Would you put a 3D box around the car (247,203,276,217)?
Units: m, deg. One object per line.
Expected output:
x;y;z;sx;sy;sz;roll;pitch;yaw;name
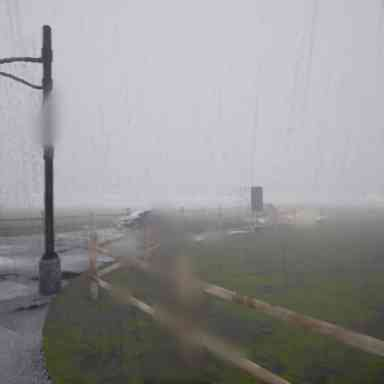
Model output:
8.442;2.080;39.959;2.097;1.767;4.553;-1;-1;37;car

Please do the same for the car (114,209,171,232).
-3.459;1.983;23.941;1.812;1.442;4.674;-1;-1;37;car
